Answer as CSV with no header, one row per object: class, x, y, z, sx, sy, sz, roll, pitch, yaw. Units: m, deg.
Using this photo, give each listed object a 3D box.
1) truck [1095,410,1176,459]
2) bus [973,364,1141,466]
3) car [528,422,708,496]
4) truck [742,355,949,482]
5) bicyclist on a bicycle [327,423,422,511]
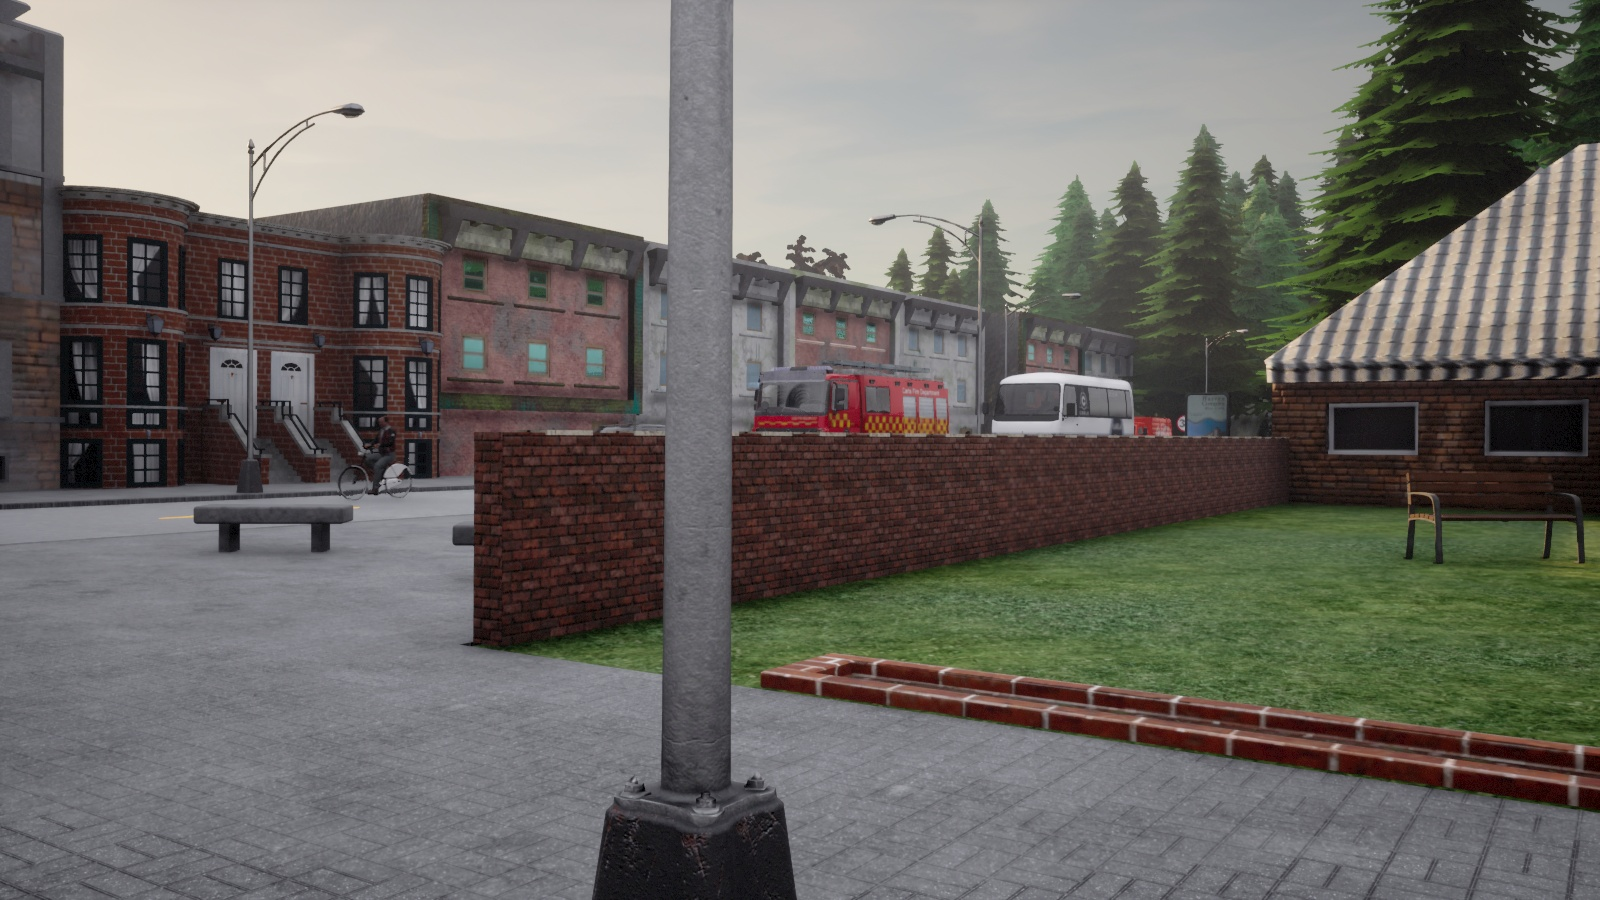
truck,17.688,-0.817,66.006,2.627,2.467,5.204,0,1,33
bus,11.945,-1.536,57.365,3.944,4.253,10.273,0,1,33
car,-4.611,0.187,32.551,2.097,1.767,4.553,0,1,34
truck,1.741,-1.024,42.074,2.891,3.827,8.468,0,1,34
bicyclist on a bicycle,-8.851,0.325,26.172,0.659,1.776,1.843,0,1,34
